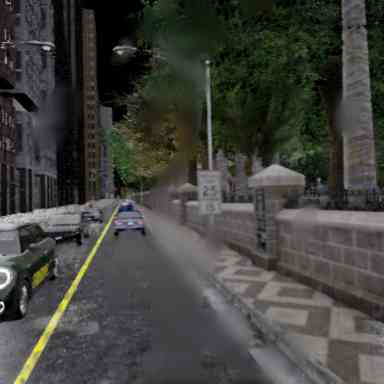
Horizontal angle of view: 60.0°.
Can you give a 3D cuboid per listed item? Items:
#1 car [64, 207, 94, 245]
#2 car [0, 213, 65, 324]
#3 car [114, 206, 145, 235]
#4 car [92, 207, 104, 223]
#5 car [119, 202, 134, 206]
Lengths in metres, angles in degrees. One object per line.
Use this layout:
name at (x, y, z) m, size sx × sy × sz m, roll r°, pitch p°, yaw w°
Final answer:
car at (-6.455, 1.823, 17.320) m, size 1.882 × 1.535 × 5.008 m, roll -1°, pitch -1°, yaw -11°
car at (-4.444, 1.541, 7.428) m, size 2.097 × 1.767 × 4.553 m, roll -1°, pitch -1°, yaw -12°
car at (-3.980, 1.874, 21.218) m, size 2.033 × 1.411 × 5.357 m, roll -1°, pitch -1°, yaw -11°
car at (-9.060, 2.098, 30.200) m, size 1.994 × 1.385 × 4.181 m, roll -1°, pitch 0°, yaw -11°
car at (-9.039, 2.150, 45.965) m, size 1.882 × 1.535 × 5.008 m, roll -1°, pitch 0°, yaw -11°
